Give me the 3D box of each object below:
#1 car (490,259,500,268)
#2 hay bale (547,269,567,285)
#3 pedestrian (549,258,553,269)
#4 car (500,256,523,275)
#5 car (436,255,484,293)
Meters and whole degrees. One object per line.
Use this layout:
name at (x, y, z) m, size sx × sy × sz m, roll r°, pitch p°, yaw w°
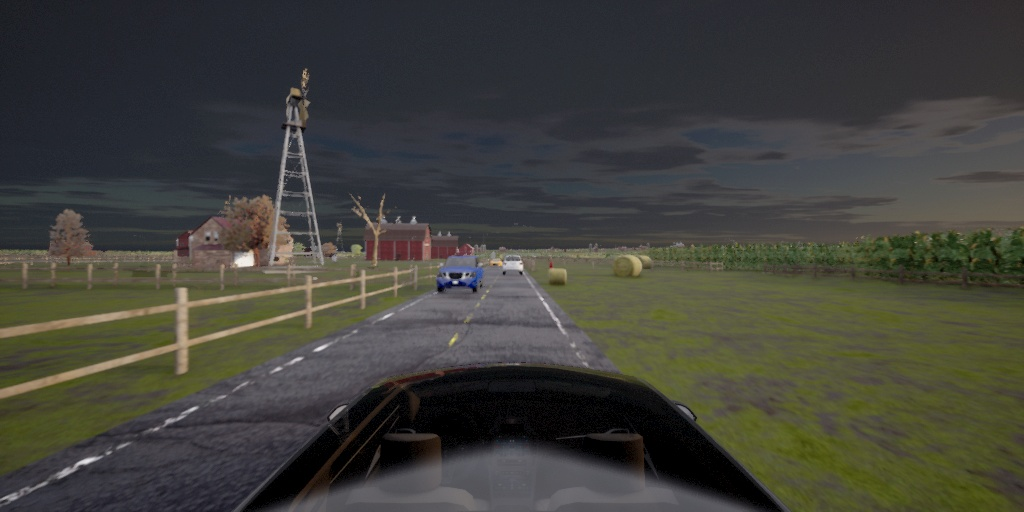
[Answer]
car at (-2.771, 1.221, 62.595) m, size 1.882 × 1.535 × 5.008 m, roll 0°, pitch 0°, yaw 1°
hay bale at (3.126, 1.393, 25.100) m, size 1.220 × 1.180 × 1.240 m, roll 0°, pitch 0°, yaw 0°
pedestrian at (2.827, 1.037, 26.202) m, size 0.375 × 1.860 × 0.375 m, roll -1°, pitch 1°, yaw 4°
car at (0.071, 0.961, 39.291) m, size 2.150 × 2.045 × 5.566 m, roll 0°, pitch 0°, yaw -1°
car at (-2.848, 0.961, 20.810) m, size 2.150 × 2.045 × 5.566 m, roll 0°, pitch 0°, yaw 0°
